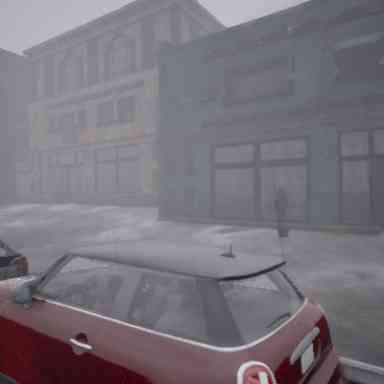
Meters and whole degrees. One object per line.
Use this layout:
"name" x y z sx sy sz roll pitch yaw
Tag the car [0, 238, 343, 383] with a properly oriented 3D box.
"car" -0.803 1.358 3.911 4.553 1.767 2.185 0 -1 35
